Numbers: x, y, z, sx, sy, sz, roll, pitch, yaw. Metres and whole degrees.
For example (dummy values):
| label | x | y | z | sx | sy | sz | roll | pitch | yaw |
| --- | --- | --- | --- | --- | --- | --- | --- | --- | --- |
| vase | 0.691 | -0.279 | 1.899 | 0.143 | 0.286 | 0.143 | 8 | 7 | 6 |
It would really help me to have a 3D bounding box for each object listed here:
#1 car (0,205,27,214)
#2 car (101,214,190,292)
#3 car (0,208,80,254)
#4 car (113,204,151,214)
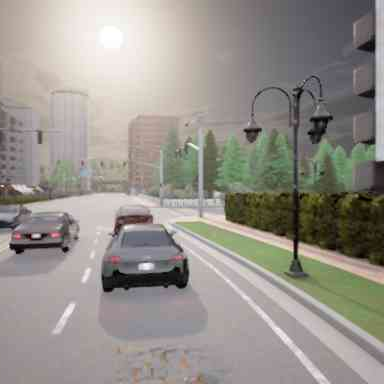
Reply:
| label | x | y | z | sx | sy | sz | roll | pitch | yaw |
| --- | --- | --- | --- | --- | --- | --- | --- | --- | --- |
| car | -10.962 | 1.473 | 19.978 | 2.033 | 1.411 | 5.357 | 0 | 0 | -14 |
| car | -1.299 | 1.522 | 8.954 | 1.994 | 1.385 | 4.181 | 0 | 0 | -10 |
| car | -5.691 | 1.492 | 13.407 | 2.033 | 1.411 | 5.357 | 0 | 0 | -13 |
| car | -3.144 | 1.397 | 17.747 | 1.882 | 1.535 | 5.008 | 0 | 0 | -13 |
